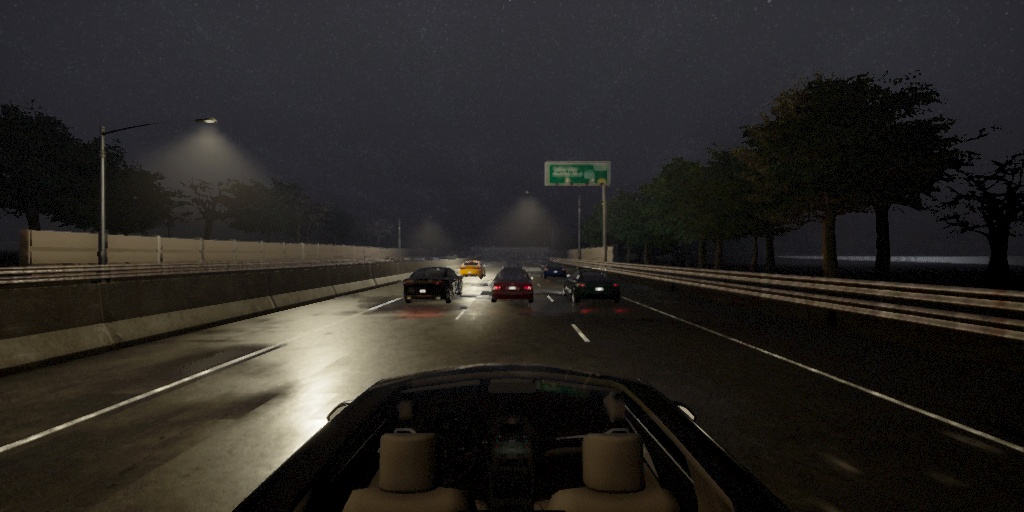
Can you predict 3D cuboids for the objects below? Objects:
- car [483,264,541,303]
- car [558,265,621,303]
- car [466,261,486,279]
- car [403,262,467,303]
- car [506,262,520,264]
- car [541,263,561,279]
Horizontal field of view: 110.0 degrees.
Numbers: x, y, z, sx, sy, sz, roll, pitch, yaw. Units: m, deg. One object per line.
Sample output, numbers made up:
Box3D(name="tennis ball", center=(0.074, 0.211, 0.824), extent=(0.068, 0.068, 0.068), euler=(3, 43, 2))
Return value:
Box3D(name="car", center=(0.024, 1.291, 16.457), extent=(2.033, 1.411, 5.357), euler=(0, 0, 0))
Box3D(name="car", center=(3.524, 1.300, 16.447), extent=(1.994, 1.385, 4.181), euler=(0, 0, 0))
Box3D(name="car", center=(-3.408, 1.167, 31.451), extent=(1.882, 1.535, 5.008), euler=(0, 0, 0))
Box3D(name="car", center=(-3.476, 1.212, 16.468), extent=(1.882, 1.535, 5.008), euler=(0, 0, 0))
Box3D(name="car", center=(0.091, 1.246, 31.430), extent=(2.033, 1.411, 5.357), euler=(0, 0, 0))
Box3D(name="car", center=(3.591, 1.255, 31.409), extent=(1.994, 1.385, 4.181), euler=(0, 0, 0))
